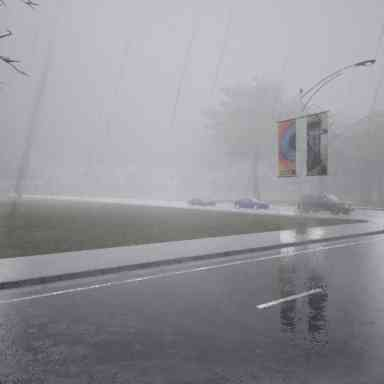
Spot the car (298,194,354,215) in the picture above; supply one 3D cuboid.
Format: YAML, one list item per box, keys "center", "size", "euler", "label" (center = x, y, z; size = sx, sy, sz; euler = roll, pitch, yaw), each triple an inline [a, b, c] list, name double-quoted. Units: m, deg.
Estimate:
- center: [13.518, 1.224, 33.989]
  size: [2.150, 2.045, 5.566]
  euler: [0, 0, -36]
  label: "car"

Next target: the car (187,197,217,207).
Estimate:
- center: [1.424, 1.483, 50.569]
  size: [2.033, 1.411, 5.357]
  euler: [0, 0, -36]
  label: "car"

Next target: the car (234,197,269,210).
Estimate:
- center: [7.507, 1.444, 42.223]
  size: [1.882, 1.535, 5.008]
  euler: [0, 0, -36]
  label: "car"
